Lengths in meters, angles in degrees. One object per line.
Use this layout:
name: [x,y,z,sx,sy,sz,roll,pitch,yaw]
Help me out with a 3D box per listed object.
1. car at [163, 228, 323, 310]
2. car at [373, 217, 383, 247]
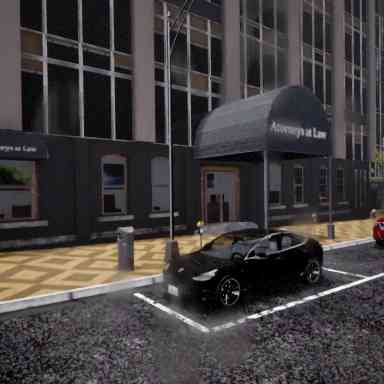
car: [1.370,1.564,7.847,4.313,1.339,1.947,0,-1,-37]
car: [9.642,1.310,14.054,5.009,1.841,2.192,0,-1,-37]
